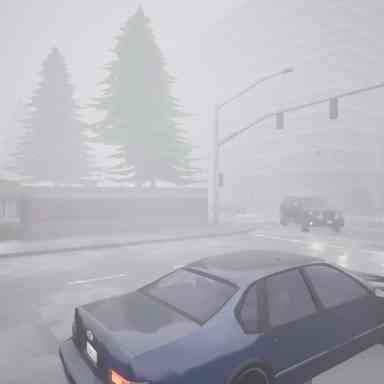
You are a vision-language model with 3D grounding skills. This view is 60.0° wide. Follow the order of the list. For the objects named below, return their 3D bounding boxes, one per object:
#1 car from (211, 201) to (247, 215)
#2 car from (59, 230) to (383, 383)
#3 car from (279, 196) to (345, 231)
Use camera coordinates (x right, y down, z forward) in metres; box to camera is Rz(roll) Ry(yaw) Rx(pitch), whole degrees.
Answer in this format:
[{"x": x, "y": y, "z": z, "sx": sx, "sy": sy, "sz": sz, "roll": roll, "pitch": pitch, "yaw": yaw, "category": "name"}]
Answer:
[{"x": 3.811, "y": 1.619, "z": 35.091, "sx": 1.994, "sy": 1.385, "sz": 4.181, "roll": 0, "pitch": 0, "yaw": -35, "category": "car"}, {"x": 1.110, "y": 1.547, "z": 4.573, "sx": 5.357, "sy": 1.411, "sz": 2.033, "roll": 0, "pitch": 0, "yaw": -35, "category": "car"}, {"x": 7.187, "y": 1.274, "z": 20.570, "sx": 2.150, "sy": 2.045, "sz": 5.566, "roll": 1, "pitch": 0, "yaw": -4, "category": "car"}]
